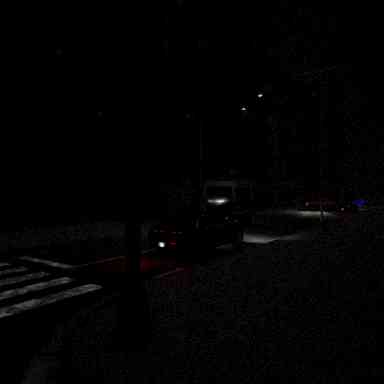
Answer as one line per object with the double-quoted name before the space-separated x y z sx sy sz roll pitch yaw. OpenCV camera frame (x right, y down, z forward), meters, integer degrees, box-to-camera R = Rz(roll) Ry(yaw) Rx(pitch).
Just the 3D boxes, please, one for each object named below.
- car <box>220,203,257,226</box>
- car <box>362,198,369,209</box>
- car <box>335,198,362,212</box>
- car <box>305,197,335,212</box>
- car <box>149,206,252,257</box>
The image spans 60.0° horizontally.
"car" 2.543 1.498 21.309 1.837 1.490 4.892 0 0 35
"car" 23.586 1.537 46.749 1.812 1.442 4.674 0 0 35
"car" 17.838 1.605 38.351 1.895 1.301 4.718 0 0 35
"car" 14.808 1.342 38.981 2.097 1.767 4.553 0 0 35
"car" 0.364 1.510 13.142 1.837 1.490 4.892 0 0 35
